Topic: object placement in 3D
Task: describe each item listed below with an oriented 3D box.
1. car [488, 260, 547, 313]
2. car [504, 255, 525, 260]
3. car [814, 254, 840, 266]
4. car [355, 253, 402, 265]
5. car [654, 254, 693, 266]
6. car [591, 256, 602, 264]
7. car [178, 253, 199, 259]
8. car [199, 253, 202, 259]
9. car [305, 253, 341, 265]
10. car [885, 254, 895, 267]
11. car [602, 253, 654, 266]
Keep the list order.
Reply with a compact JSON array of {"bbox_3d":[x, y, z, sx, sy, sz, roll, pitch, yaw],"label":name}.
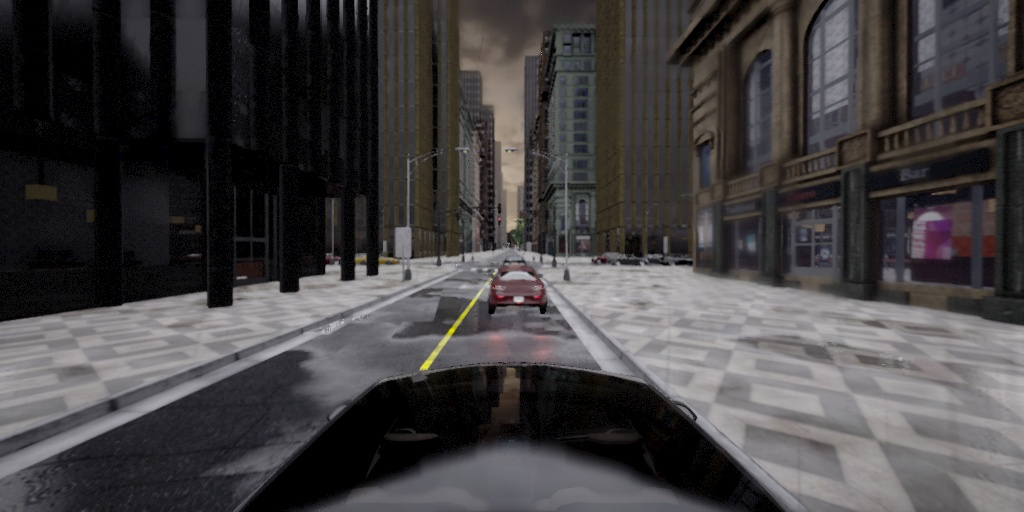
[{"bbox_3d":[0.141,1.038,12.487,1.812,1.442,4.674,0,1,-1],"label":"car"},{"bbox_3d":[0.186,0.687,26.767,2.128,1.511,4.902,0,1,0],"label":"car"},{"bbox_3d":[40.829,0.452,47.250,4.097,1.591,1.967,0,0,0],"label":"car"},{"bbox_3d":[-14.463,0.355,38.730,4.829,1.417,1.751,0,0,0],"label":"car"},{"bbox_3d":[18.126,0.510,38.727,4.313,1.339,1.948,0,0,0],"label":"car"},{"bbox_3d":[12.488,0.300,47.252,4.097,1.591,1.967,0,0,0],"label":"car"},{"bbox_3d":[-41.599,0.292,47.257,4.207,1.307,1.802,0,0,0],"label":"car"},{"bbox_3d":[-30.533,0.357,38.732,4.313,1.339,1.948,0,0,0],"label":"car"},{"bbox_3d":[-19.933,0.360,38.730,4.507,1.381,1.888,0,0,0],"label":"car"},{"bbox_3d":[40.798,0.513,38.725,4.097,1.591,1.967,0,0,0],"label":"car"},{"bbox_3d":[12.456,0.471,38.727,4.403,1.370,2.007,0,0,0],"label":"car"}]
